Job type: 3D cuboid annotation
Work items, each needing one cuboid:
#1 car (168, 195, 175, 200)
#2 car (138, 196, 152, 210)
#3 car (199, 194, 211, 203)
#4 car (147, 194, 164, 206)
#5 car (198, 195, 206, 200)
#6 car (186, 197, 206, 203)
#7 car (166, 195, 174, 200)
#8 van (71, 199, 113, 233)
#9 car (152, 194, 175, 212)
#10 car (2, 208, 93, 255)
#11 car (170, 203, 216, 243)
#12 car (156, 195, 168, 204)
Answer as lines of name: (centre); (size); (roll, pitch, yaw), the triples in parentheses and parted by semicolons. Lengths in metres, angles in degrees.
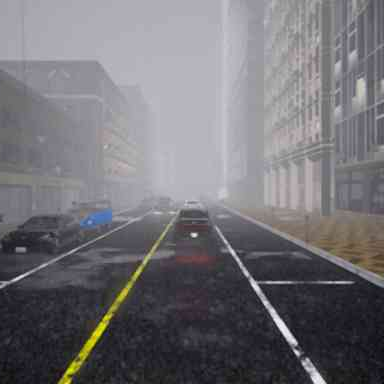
car: (-5.674, 1.445, 92.155); (1.752, 1.417, 4.829); (0, 0, 0)
car: (-5.683, 1.530, 41.487); (1.802, 1.307, 4.206); (0, 0, 0)
car: (2.702, 1.458, 64.250); (1.752, 1.417, 4.829); (0, 0, 0)
car: (-5.681, 1.255, 52.784); (2.192, 1.841, 5.009); (0, 0, 0)
car: (2.706, 1.487, 86.675); (1.947, 1.339, 4.313); (0, 0, 0)
car: (0.101, 1.483, 32.236); (1.812, 1.442, 4.674); (0, 0, 0)
car: (-5.675, 1.487, 86.676); (1.947, 1.339, 4.313); (0, 0, 0)
van: (-5.687, 1.316, 18.893); (1.690, 1.788, 3.998); (0, 0, 0)
car: (-3.087, 1.303, 38.620); (2.097, 1.767, 4.553); (0, 0, 0)
car: (-5.689, 1.548, 13.245); (1.947, 1.339, 4.313); (0, 0, 0)
car: (0.096, 1.484, 15.954); (1.837, 1.490, 4.892); (0, 0, 0)
car: (-5.679, 1.372, 64.082); (1.967, 1.590, 4.097); (0, 0, 0)
